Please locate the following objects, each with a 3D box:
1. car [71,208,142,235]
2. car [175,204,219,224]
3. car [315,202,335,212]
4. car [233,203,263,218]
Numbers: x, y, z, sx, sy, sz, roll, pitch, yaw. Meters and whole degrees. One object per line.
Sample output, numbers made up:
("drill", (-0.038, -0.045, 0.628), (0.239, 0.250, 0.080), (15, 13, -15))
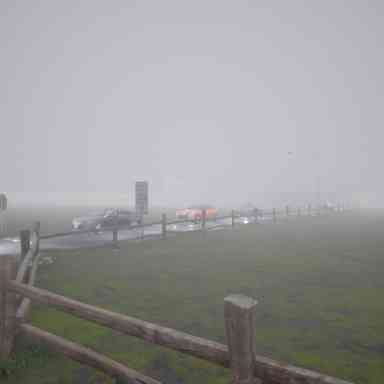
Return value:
("car", (-5.328, 1.798, 21.329), (2.128, 1.511, 4.902), (-1, -1, 36))
("car", (0.487, 1.839, 29.530), (2.097, 1.767, 4.553), (-1, -1, 35))
("car", (21.953, 2.410, 54.784), (2.097, 1.767, 4.553), (-1, -1, 37))
("car", (6.356, 2.022, 37.811), (2.097, 1.767, 4.553), (-1, -1, 35))
